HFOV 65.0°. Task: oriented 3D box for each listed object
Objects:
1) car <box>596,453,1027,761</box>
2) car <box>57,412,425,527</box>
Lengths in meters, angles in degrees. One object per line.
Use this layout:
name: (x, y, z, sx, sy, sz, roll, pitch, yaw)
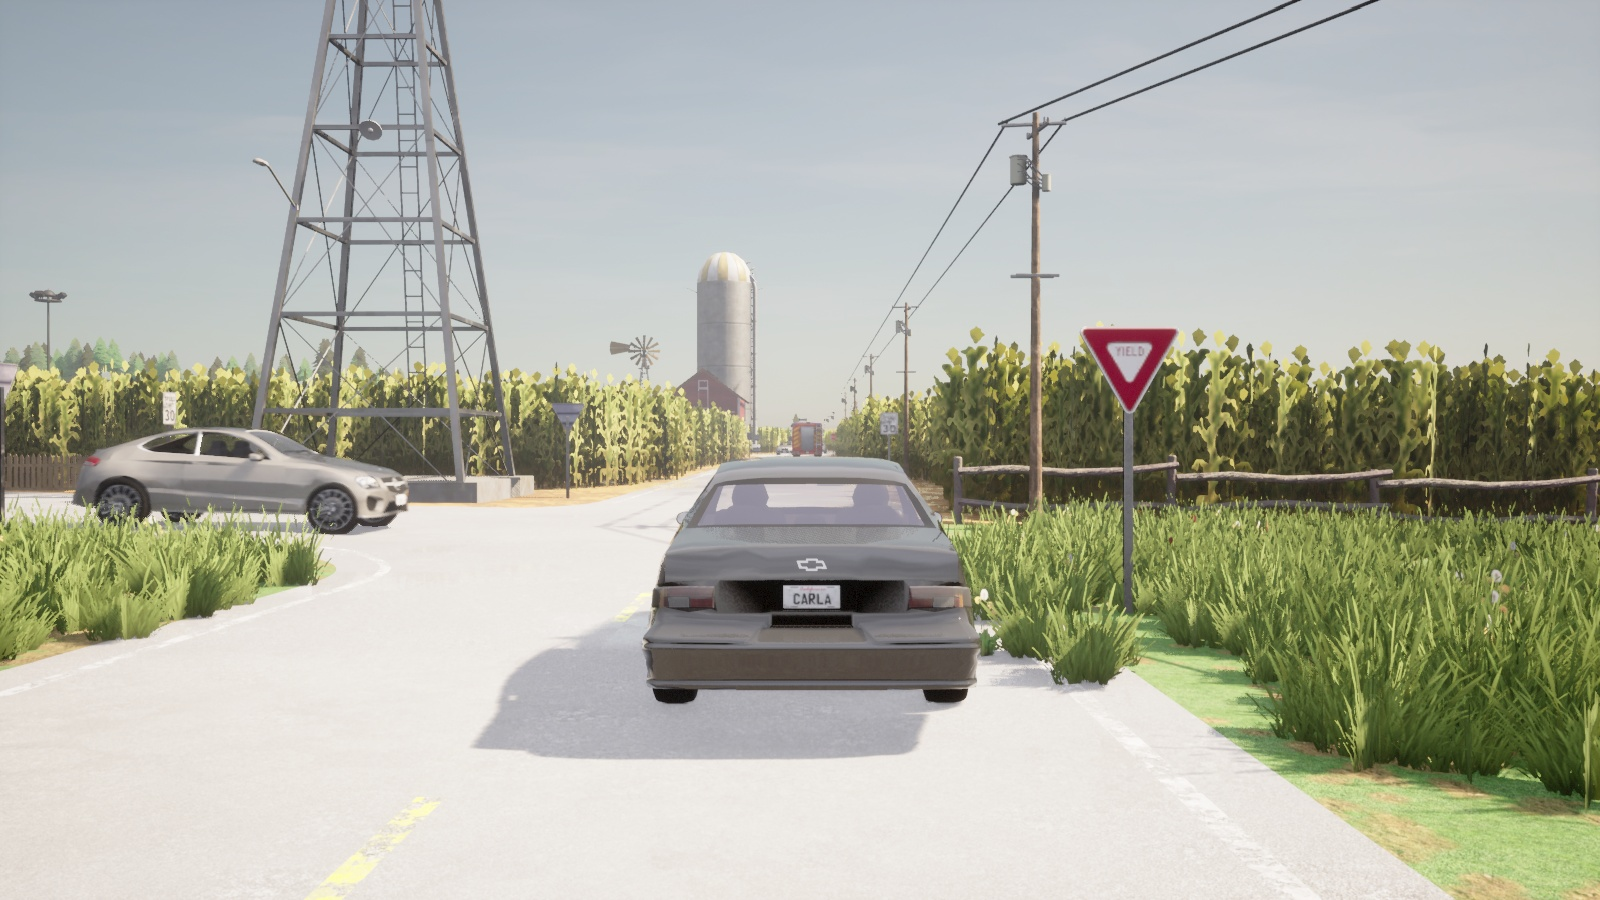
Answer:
car: (0.064, 0.745, 8.602, 2.033, 1.411, 5.357, 0, 0, 0)
car: (-8.972, 0.296, 20.505, 5.027, 1.651, 2.152, 1, 0, 0)
